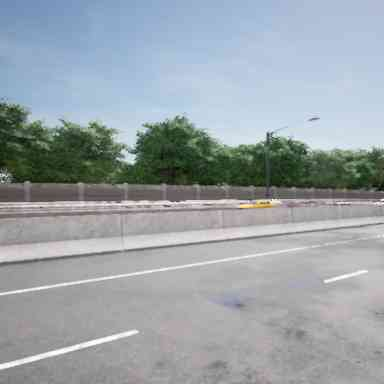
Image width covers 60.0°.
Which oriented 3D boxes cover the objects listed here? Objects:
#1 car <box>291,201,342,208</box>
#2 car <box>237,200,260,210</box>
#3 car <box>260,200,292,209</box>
[{"bbox_3d":[11.431,1.590,29.310,4.902,1.511,2.128,0,0,-35],"label":"car"},{"bbox_3d":[6.863,1.573,34.652,5.008,1.535,1.882,0,0,-35],"label":"car"},{"bbox_3d":[9.023,1.622,31.894,4.674,1.442,1.812,0,0,-35],"label":"car"}]
